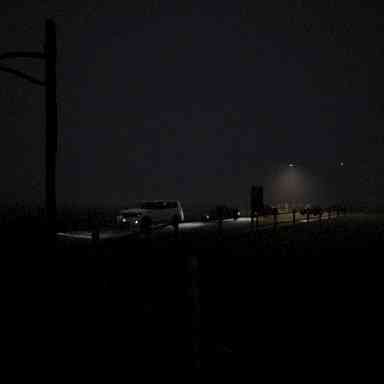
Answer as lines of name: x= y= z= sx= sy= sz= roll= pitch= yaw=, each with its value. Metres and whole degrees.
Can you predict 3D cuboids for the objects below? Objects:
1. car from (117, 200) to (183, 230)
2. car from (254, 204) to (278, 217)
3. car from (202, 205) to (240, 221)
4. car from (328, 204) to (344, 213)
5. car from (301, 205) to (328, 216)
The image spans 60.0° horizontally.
car: x=-2.918 y=1.606 z=24.590 sx=2.150 sy=2.045 sz=5.566 roll=0 pitch=-1 yaw=36
car: x=8.936 y=2.264 z=40.752 sx=2.128 sy=1.511 sz=4.902 roll=0 pitch=-1 yaw=36
car: x=2.901 y=2.065 z=32.525 sx=2.128 sy=1.511 sz=4.902 roll=0 pitch=-1 yaw=36
car: x=23.361 y=2.669 z=54.192 sx=1.812 sy=1.442 sz=4.674 roll=0 pitch=-1 yaw=37
car: x=16.093 y=2.446 z=44.283 sx=2.033 sy=1.411 sz=5.357 roll=0 pitch=-1 yaw=35
